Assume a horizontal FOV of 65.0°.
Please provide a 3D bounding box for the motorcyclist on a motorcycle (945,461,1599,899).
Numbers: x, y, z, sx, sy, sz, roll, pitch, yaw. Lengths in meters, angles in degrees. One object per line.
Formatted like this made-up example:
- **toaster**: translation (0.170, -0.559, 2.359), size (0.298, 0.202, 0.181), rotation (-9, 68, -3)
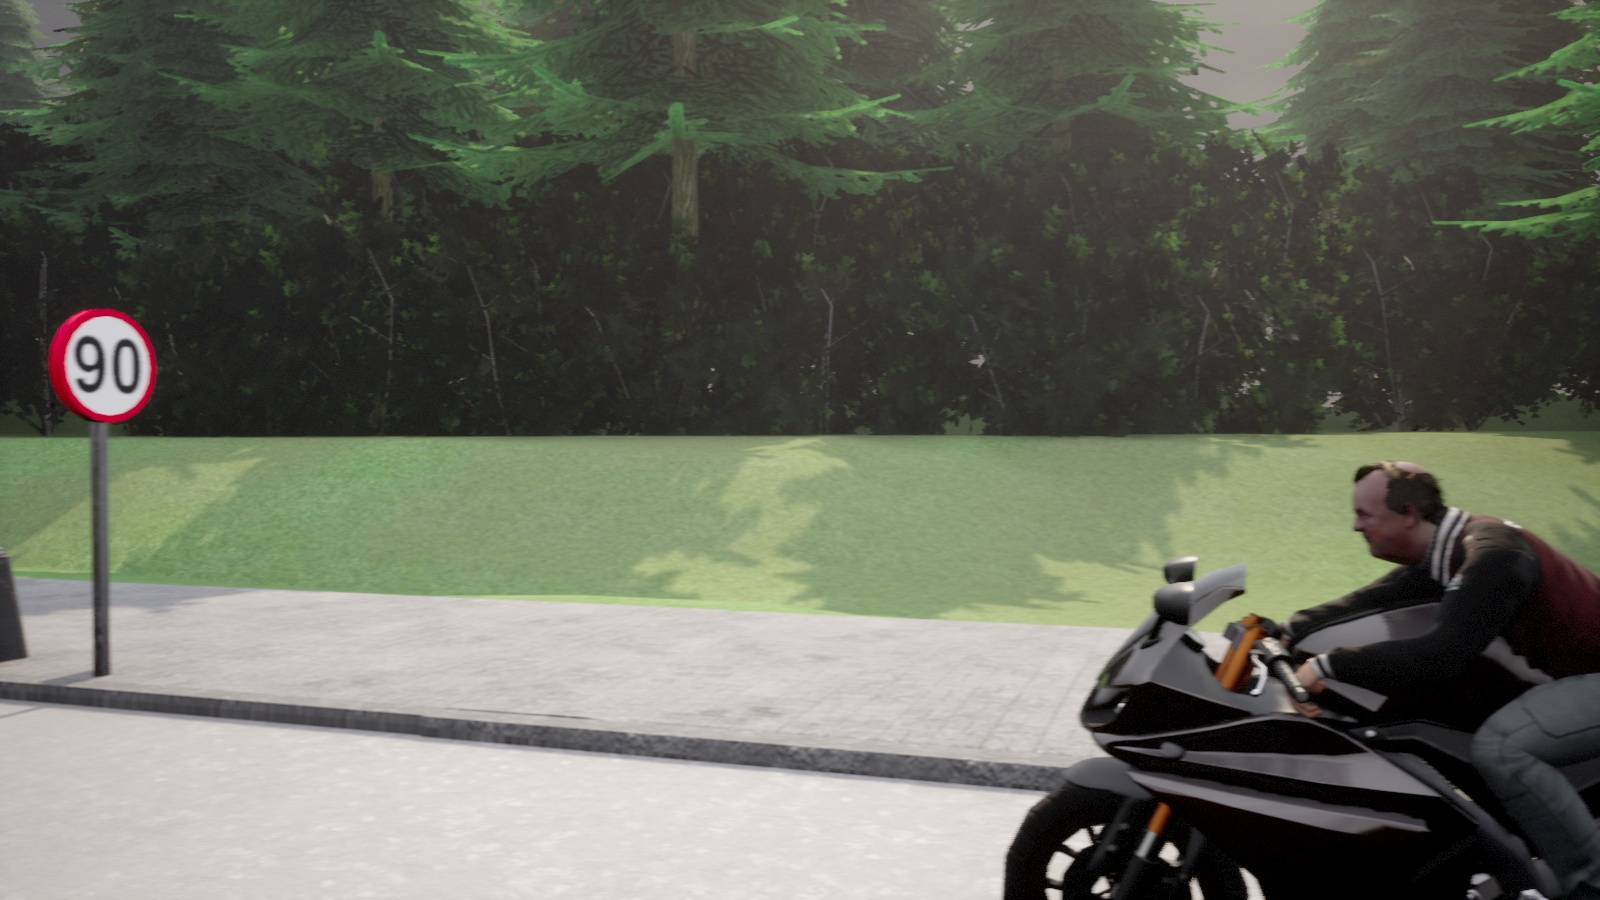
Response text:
- **motorcyclist on a motorcycle**: translation (1.542, 0.816, 3.225), size (2.191, 1.530, 0.866), rotation (1, 1, 18)
